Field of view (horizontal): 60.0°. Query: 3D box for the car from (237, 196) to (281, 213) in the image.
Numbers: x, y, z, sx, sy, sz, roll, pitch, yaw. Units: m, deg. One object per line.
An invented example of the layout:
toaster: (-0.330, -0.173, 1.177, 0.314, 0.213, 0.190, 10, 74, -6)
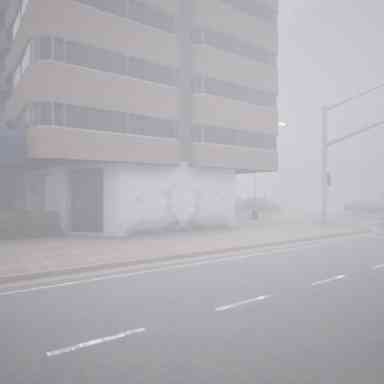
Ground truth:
car: (7.663, 1.351, 36.881, 2.097, 1.767, 4.553, 0, 0, -36)

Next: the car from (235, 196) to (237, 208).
car: (6.045, 1.350, 45.082, 2.097, 1.767, 4.553, 0, 0, -36)

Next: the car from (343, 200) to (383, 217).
car: (16.591, 1.489, 30.750, 2.128, 1.511, 4.902, 0, 0, -38)

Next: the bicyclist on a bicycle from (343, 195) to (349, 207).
bicyclist on a bicycle: (22.047, 1.298, 47.669, 1.656, 1.620, 0.582, 0, 0, -36)
